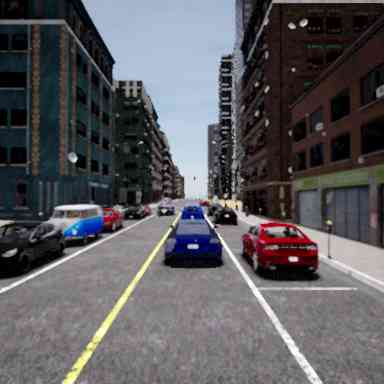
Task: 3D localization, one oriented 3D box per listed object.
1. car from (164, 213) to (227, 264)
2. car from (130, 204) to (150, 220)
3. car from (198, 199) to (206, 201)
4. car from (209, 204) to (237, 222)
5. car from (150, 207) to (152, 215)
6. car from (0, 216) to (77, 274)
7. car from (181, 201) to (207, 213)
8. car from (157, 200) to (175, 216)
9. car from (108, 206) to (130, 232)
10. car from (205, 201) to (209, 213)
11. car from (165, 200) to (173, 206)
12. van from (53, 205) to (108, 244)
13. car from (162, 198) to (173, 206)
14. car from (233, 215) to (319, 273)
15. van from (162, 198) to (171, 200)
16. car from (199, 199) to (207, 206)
[{"bbox_3d":[0.054,1.722,12.568,1.994,1.385,4.181,0,-1,0],"label":"car"},{"bbox_3d":[-5.671,1.981,33.190,1.947,1.339,4.313,0,-1,0],"label":"car"},{"bbox_3d":[2.723,2.484,71.100,1.802,1.307,4.206,0,-1,0],"label":"car"},{"bbox_3d":[2.708,1.910,27.652,1.947,1.339,4.313,0,-1,0],"label":"car"},{"bbox_3d":[-5.670,2.066,38.713,1.802,1.307,4.206,0,-1,0],"label":"car"},{"bbox_3d":[-5.679,1.705,11.098,1.947,1.339,4.313,0,-1,0],"label":"car"},{"bbox_3d":[0.067,1.834,28.582,1.882,1.535,5.008,0,0,1],"label":"car"},{"bbox_3d":[-3.032,1.981,39.142,2.128,1.511,4.902,0,-1,0],"label":"car"},{"bbox_3d":[-5.675,1.821,22.144,1.887,1.381,4.507,0,-1,0],"label":"car"},{"bbox_3d":[2.712,2.049,38.698,1.947,1.339,4.313,0,-1,0],"label":"car"},{"bbox_3d":[-5.654,2.594,82.160,1.887,1.381,4.507,0,-1,0],"label":"car"},{"bbox_3d":[-5.675,1.549,16.624,1.690,1.788,3.998,0,-1,0],"label":"van"},{"bbox_3d":[-5.655,2.291,76.635,2.192,1.841,5.009,0,-1,0],"label":"car"},{"bbox_3d":[2.702,1.683,11.083,1.887,1.381,4.507,0,-1,0],"label":"car"},{"bbox_3d":[-5.657,2.245,71.108,1.690,1.788,3.998,0,-1,0],"label":"van"},{"bbox_3d":[2.727,2.488,82.157,1.967,1.590,4.097,0,-1,0],"label":"car"}]
